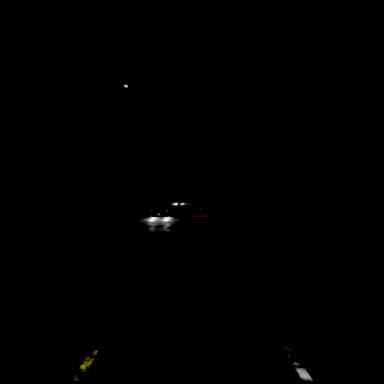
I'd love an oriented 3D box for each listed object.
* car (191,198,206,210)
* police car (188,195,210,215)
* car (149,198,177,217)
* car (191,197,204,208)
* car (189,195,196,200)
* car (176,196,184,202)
[{"bbox_3d":[0.835,1.529,44.296,1.812,1.442,4.674,0,0,0],"label":"car"},{"bbox_3d":[0.833,1.421,34.406,1.930,1.638,5.238,0,0,0],"label":"police car"},{"bbox_3d":[-2.842,1.541,31.252,2.033,1.411,5.357,0,0,0],"label":"car"},{"bbox_3d":[0.836,1.514,50.296,1.837,1.490,4.892,0,0,0],"label":"car"},{"bbox_3d":[0.020,1.535,90.850,1.895,1.301,4.718,0,0,0],"label":"car"},{"bbox_3d":[-2.734,1.590,73.083,1.895,1.301,4.718,0,0,0],"label":"car"}]
